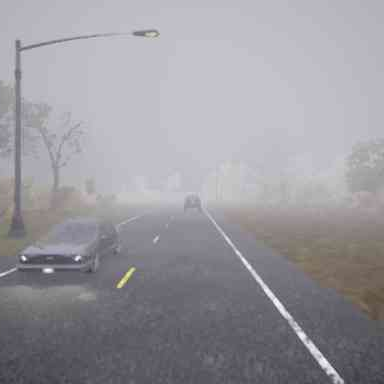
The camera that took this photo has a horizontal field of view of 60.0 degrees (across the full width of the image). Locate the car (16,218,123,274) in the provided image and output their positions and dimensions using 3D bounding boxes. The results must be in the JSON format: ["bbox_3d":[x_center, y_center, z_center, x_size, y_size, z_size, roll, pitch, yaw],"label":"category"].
[{"bbox_3d":[-3.605,1.597,11.011,2.033,1.411,5.357,0,0,0],"label":"car"}]

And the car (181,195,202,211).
[{"bbox_3d":[0.084,1.403,43.523,2.150,2.045,5.566,0,0,0],"label":"car"}]

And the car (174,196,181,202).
[{"bbox_3d":[-3.536,1.849,86.552,1.994,1.385,4.181,0,0,0],"label":"car"}]

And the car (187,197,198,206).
[{"bbox_3d":[0.074,1.718,63.054,1.882,1.535,5.008,0,0,0],"label":"car"}]
